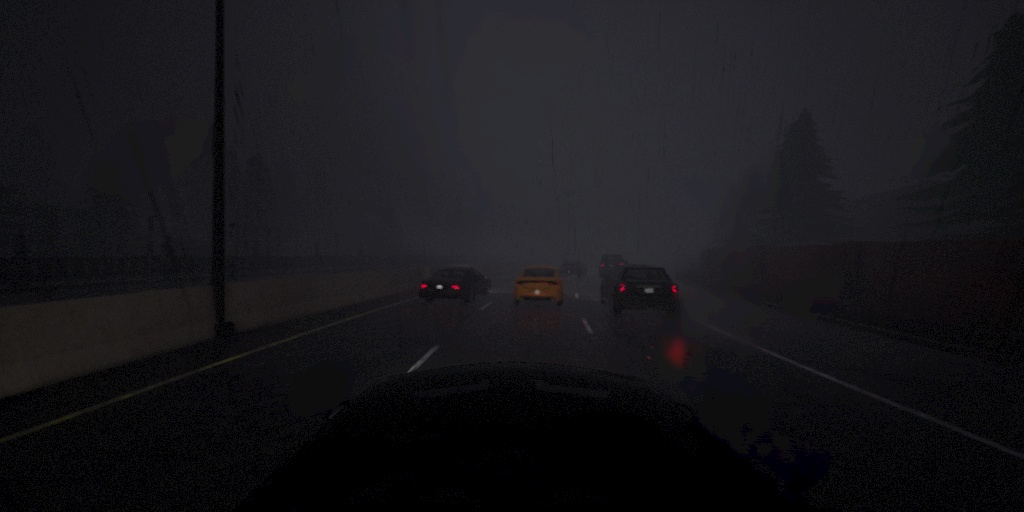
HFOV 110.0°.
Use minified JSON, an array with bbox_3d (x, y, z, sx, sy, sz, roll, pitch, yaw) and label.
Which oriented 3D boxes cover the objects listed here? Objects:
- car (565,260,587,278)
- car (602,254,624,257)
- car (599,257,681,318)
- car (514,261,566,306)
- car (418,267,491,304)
[{"bbox_3d":[5.567,1.101,32.337,2.128,1.511,4.902,1,0,19],"label":"car"},{"bbox_3d":[8.873,0.877,31.317,2.150,2.045,5.566,1,0,19],"label":"car"},{"bbox_3d":[4.531,1.078,13.276,2.097,1.767,4.553,1,0,7],"label":"car"},{"bbox_3d":[1.274,1.149,15.502,1.882,1.535,5.008,1,0,8],"label":"car"},{"bbox_3d":[-2.294,1.174,15.679,2.033,1.411,5.357,1,0,9],"label":"car"}]
